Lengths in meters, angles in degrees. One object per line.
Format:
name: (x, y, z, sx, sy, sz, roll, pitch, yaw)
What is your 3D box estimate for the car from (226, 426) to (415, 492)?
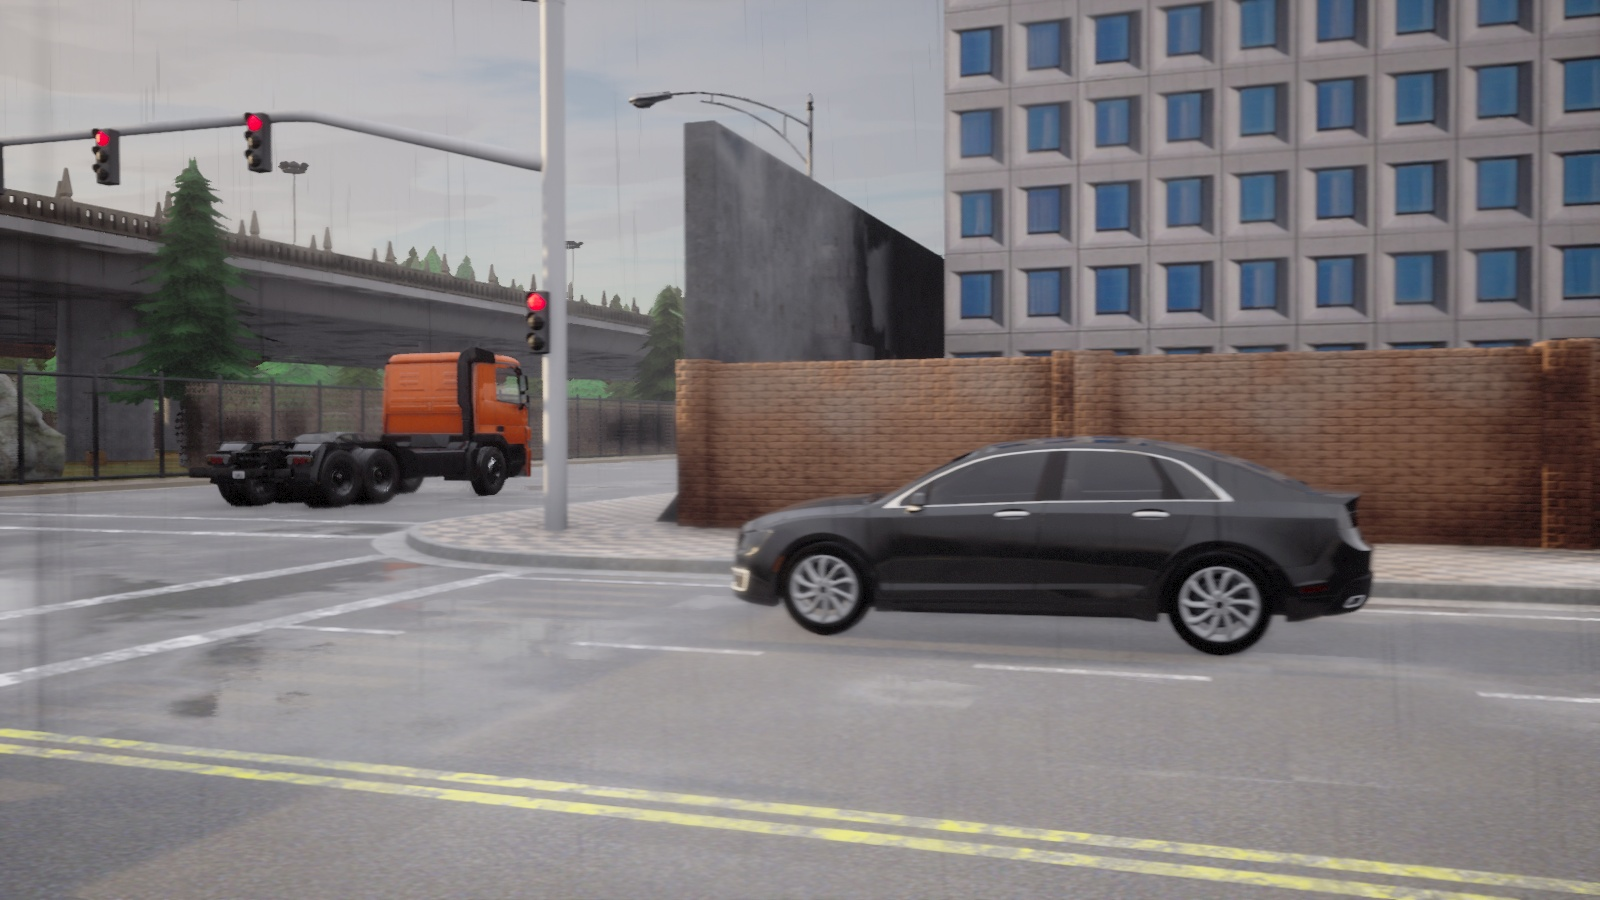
car: (-11.884, 0.169, 31.491, 2.007, 1.525, 4.514, 1, 1, 19)

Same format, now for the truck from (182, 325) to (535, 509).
truck: (-9.364, -0.693, 27.900, 2.891, 3.462, 7.936, 1, 1, 22)

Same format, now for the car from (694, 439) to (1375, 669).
car: (1.781, 0.678, 9.980, 4.892, 1.490, 1.837, 1, 1, 18)
